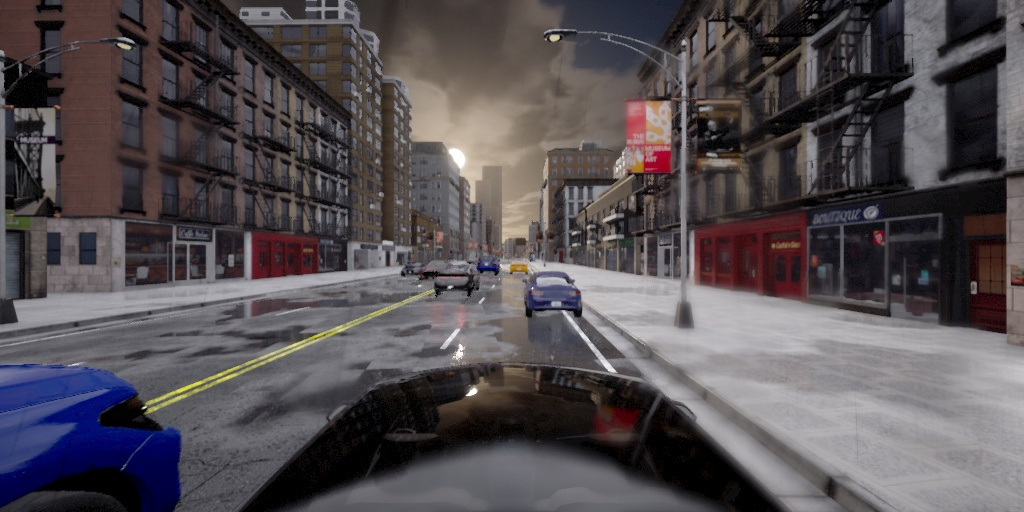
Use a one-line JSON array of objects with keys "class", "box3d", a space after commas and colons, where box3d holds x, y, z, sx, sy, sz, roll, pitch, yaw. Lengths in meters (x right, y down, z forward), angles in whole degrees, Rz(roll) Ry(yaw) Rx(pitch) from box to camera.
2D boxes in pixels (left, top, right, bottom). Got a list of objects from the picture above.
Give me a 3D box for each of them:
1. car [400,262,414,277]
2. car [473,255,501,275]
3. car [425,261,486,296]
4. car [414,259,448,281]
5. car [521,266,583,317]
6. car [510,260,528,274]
[{"class": "car", "box3d": [-9.231, 1.288, 34.537, 1.994, 1.385, 4.181, 0, 0, 1]}, {"class": "car", "box3d": [-2.467, 0.943, 38.092, 2.150, 2.045, 5.566, 0, 0, 1]}, {"class": "car", "box3d": [-2.811, 1.230, 19.081, 2.128, 1.511, 4.902, 0, 0, 1]}, {"class": "car", "box3d": [-6.079, 1.081, 29.099, 2.097, 1.767, 4.553, 0, 0, 1]}, {"class": "car", "box3d": [1.367, 1.269, 13.003, 1.812, 1.442, 4.674, 0, 0, 1]}, {"class": "car", "box3d": [0.772, 1.198, 39.541, 1.882, 1.535, 5.008, 0, 0, 1]}]
